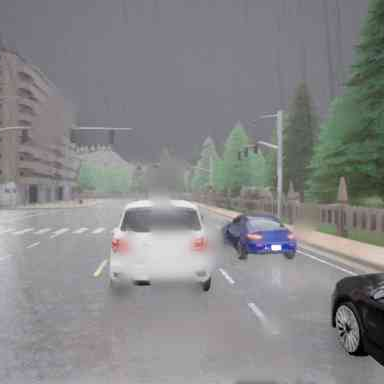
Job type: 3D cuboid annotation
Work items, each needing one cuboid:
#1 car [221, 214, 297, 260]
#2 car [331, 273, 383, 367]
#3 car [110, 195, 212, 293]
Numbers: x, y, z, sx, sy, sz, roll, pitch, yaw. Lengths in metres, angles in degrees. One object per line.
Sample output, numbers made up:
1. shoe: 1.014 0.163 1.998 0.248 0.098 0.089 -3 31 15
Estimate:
1. car: 2.333 1.526 12.404 1.812 1.442 4.674 0 0 -6
2. car: 3.117 1.492 3.177 2.128 1.511 4.902 0 0 -3
3. car: -0.809 1.221 9.042 2.150 2.045 5.566 0 0 -5
